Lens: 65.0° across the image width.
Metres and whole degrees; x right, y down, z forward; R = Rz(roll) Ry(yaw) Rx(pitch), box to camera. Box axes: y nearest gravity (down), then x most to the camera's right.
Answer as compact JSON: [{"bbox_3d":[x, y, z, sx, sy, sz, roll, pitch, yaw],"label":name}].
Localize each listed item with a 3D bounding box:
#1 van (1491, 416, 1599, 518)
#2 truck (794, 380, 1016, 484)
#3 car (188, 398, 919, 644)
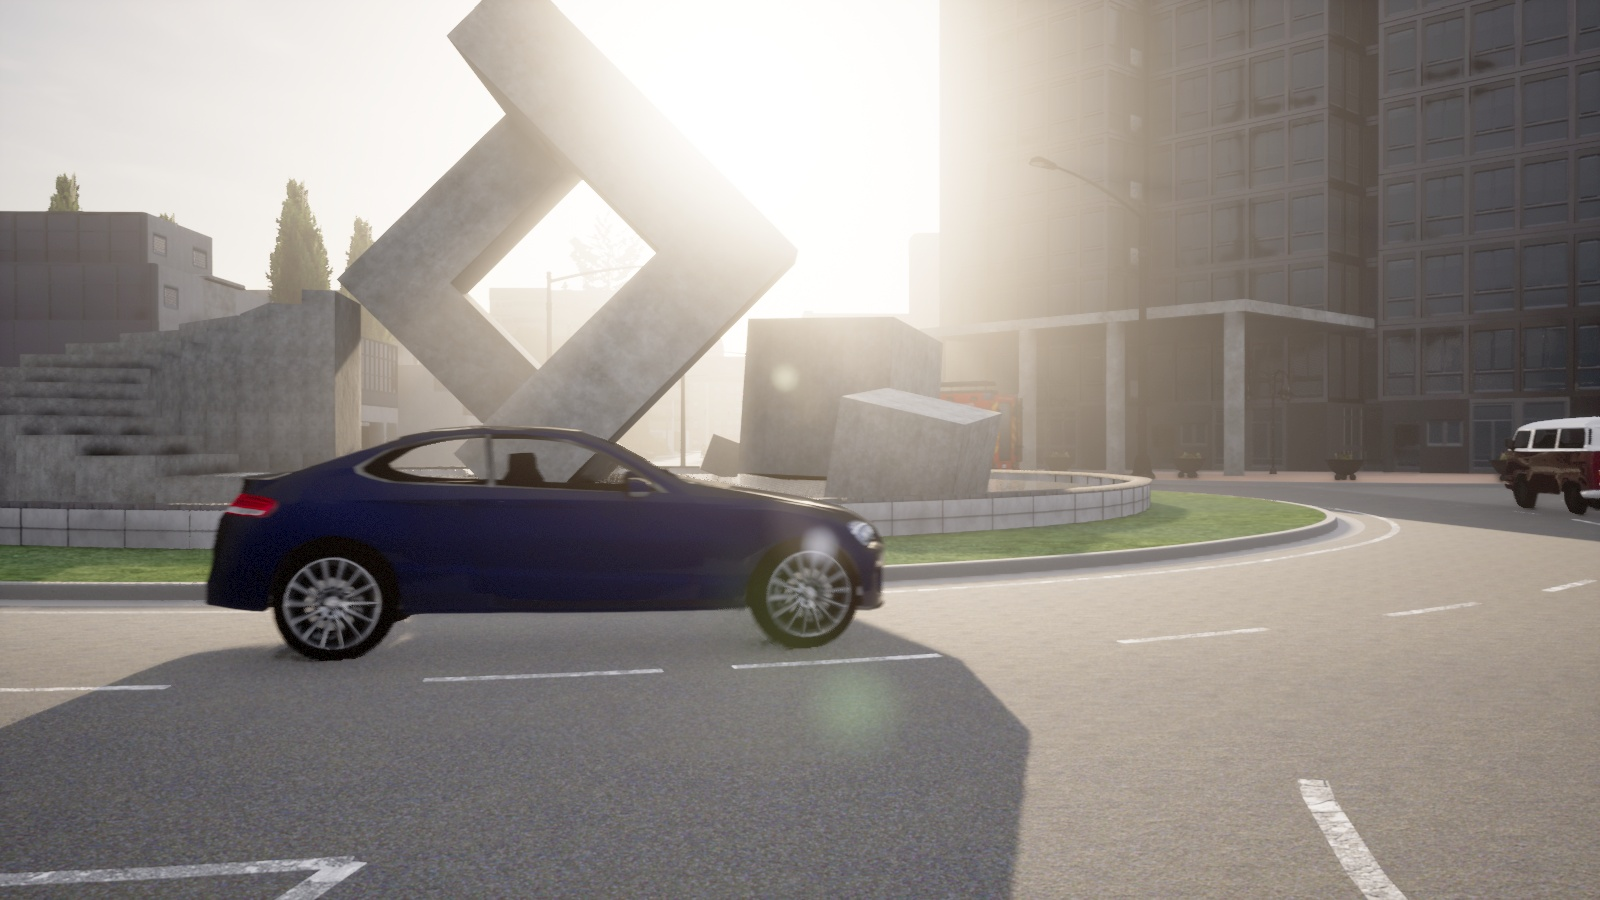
[{"bbox_3d":[17.068,0.335,27.334,2.069,2.038,4.480,0,0,8],"label":"van"},{"bbox_3d":[4.090,-0.686,50.077,8.468,3.827,2.891,0,0,33],"label":"truck"},{"bbox_3d":[-1.780,0.470,9.859,5.027,1.651,2.152,0,0,-9],"label":"car"}]
